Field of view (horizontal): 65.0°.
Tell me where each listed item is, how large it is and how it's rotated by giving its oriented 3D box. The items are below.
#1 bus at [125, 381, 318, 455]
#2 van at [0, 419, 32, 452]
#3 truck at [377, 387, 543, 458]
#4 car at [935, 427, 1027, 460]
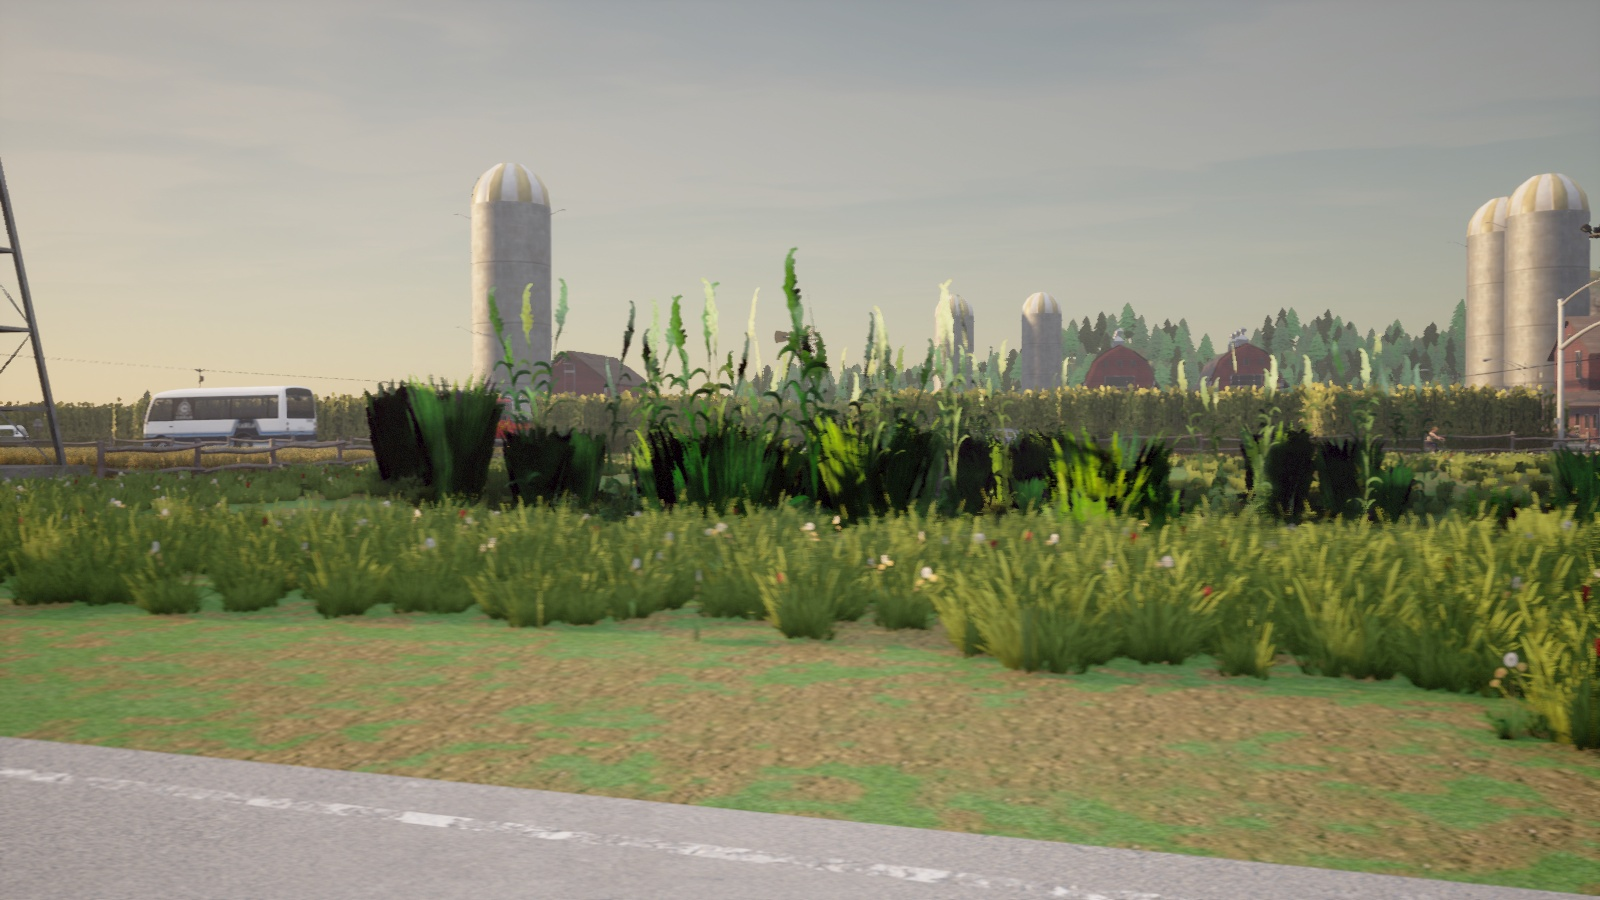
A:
[{"bbox_3d":[-35.071,-1.903,76.246,10.273,4.253,3.944,-1,1,13],"label":"bus"},{"bbox_3d":[-50.527,-0.889,77.933,4.480,2.038,2.069,0,0,-17],"label":"van"},{"bbox_3d":[-18.739,-1.519,69.328,8.468,3.827,2.891,0,1,12],"label":"truck"},{"bbox_3d":[9.525,-0.349,66.002,4.611,1.667,2.242,1,1,13],"label":"car"}]
